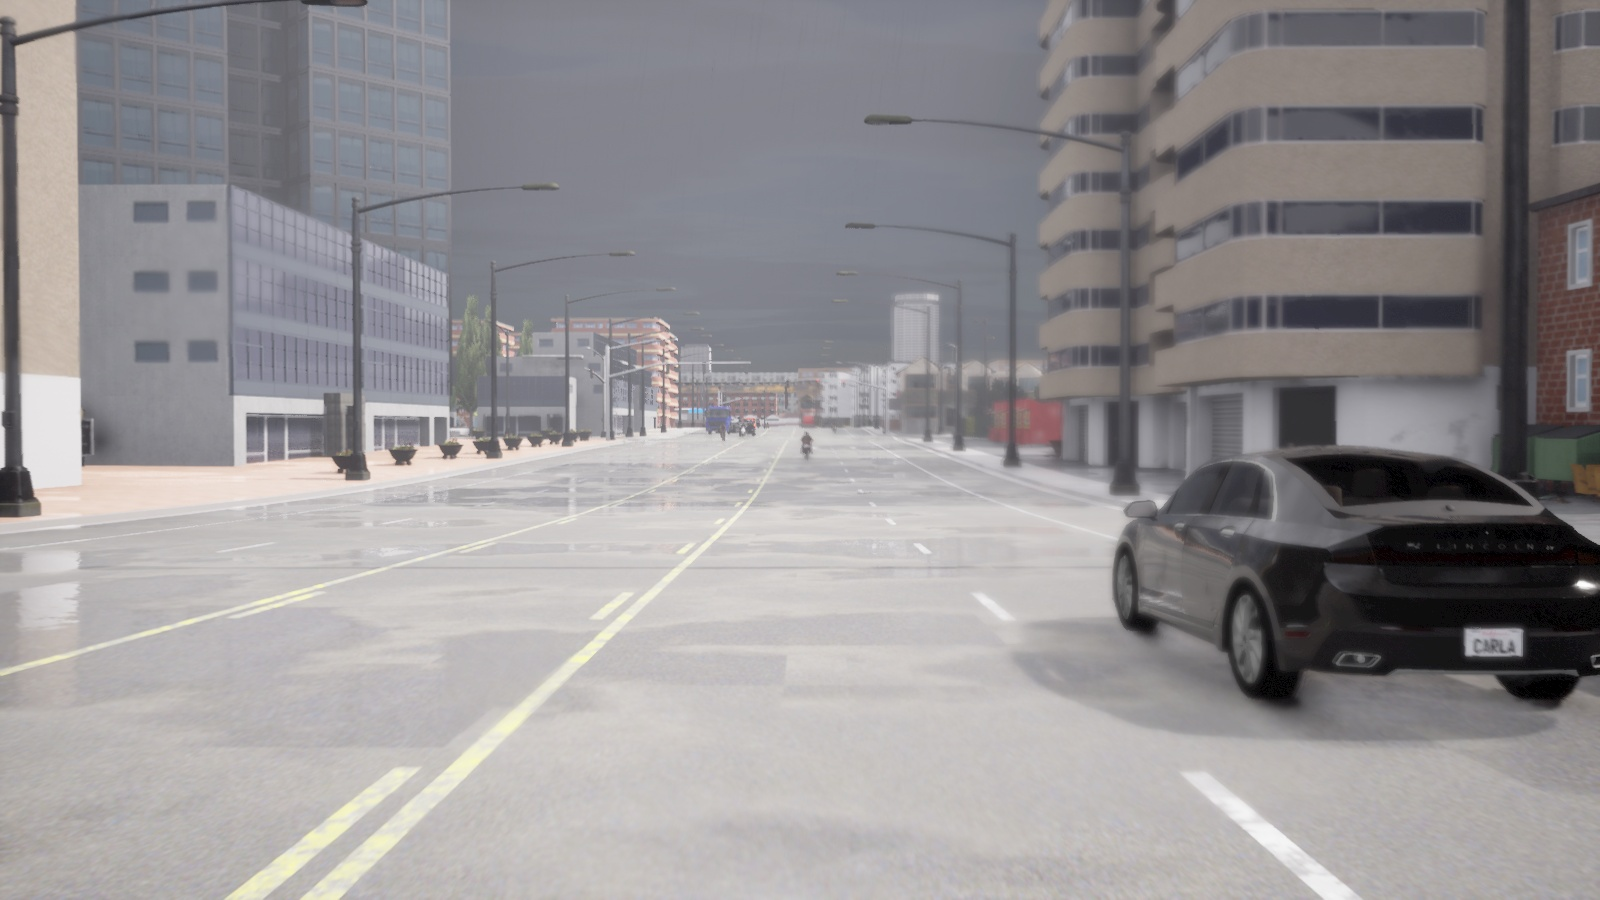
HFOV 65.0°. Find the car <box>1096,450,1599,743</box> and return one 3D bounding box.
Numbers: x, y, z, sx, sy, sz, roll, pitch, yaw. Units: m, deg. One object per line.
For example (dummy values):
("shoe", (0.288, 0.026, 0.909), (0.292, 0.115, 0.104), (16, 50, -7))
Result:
("car", (3.565, 0.752, 8.833), (1.837, 1.490, 4.892), (0, 0, 0))
